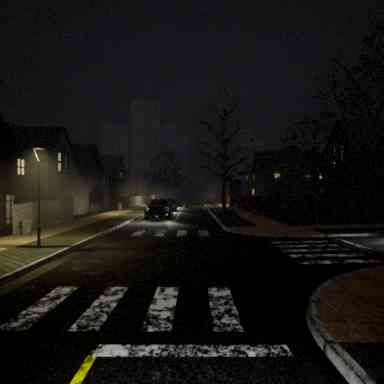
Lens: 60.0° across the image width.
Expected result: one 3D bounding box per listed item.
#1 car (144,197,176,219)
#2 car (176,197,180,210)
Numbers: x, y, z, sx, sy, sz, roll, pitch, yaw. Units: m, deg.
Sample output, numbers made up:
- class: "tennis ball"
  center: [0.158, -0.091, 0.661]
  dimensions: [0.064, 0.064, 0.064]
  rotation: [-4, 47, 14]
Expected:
- class: "car"
  center: [-2.787, 1.355, 28.529]
  dimensions: [2.097, 1.767, 4.553]
  rotation: [0, 0, 0]
- class: "car"
  center: [-2.763, 1.532, 38.980]
  dimensions: [1.812, 1.442, 4.674]
  rotation: [0, 0, 0]
